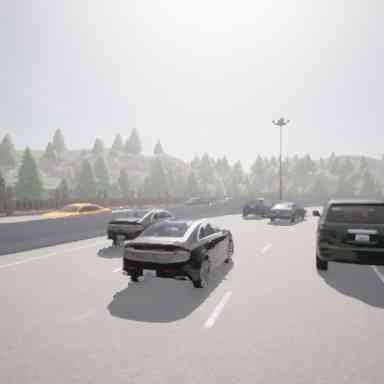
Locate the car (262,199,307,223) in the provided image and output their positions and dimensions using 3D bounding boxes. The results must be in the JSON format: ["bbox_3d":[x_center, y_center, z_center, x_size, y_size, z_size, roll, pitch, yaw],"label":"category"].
[{"bbox_3d":[7.482,1.536,25.901,2.033,1.411,5.357,0,0,31],"label":"car"}]

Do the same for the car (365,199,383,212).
[{"bbox_3d":[22.448,1.514,39.741,1.994,1.385,4.181,0,0,45],"label":"car"}]

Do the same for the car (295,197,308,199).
[{"bbox_3d":[17.902,1.545,54.892,4.674,1.442,1.812,0,0,-41],"label":"car"}]

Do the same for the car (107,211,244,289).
[{"bbox_3d":[-0.121,1.487,9.306,2.128,1.511,4.902,0,0,18],"label":"car"}]

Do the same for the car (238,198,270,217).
[{"bbox_3d":[6.391,1.349,30.590,2.097,1.767,4.553,0,0,33],"label":"car"}]

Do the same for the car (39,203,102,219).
[{"bbox_3d":[-7.114,1.485,20.696,1.882,1.535,5.008,0,0,24],"label":"car"}]

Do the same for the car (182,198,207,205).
[{"bbox_3d":[0.497,1.557,46.664,1.837,1.490,4.892,-1,0,39],"label":"car"}]

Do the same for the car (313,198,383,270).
[{"bbox_3d":[5.138,1.216,10.668,2.150,2.045,5.566,0,0,21],"label":"car"}]

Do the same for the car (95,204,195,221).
[{"bbox_3d":[-1.796,1.489,14.816,2.128,1.511,4.902,0,0,21],"label":"car"}]

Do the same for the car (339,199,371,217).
[{"bbox_3d":[15.660,1.445,31.789,1.882,1.535,5.008,0,0,37],"label":"car"}]

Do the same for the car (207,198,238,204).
[{"bbox_3d":[4.776,1.530,46.387,2.128,1.511,4.902,0,0,41],"label":"car"}]
